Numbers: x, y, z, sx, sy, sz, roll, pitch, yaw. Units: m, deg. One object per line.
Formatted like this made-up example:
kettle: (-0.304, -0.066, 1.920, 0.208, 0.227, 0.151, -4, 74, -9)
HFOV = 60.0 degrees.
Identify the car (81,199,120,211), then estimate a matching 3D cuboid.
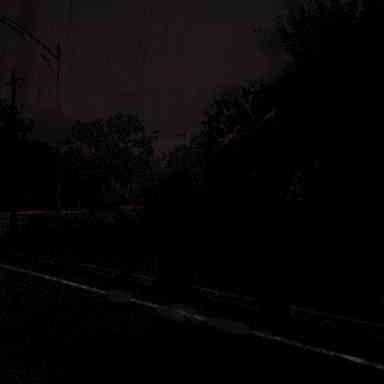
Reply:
car: (-10.978, 1.562, 39.944, 1.895, 1.301, 4.718, 0, 0, 32)
